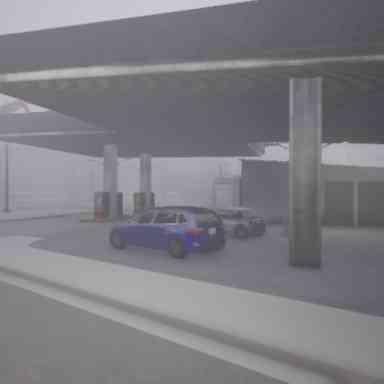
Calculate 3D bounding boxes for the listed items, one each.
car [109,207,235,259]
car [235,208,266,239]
[{"bbox_3d":[-1.047,1.365,12.500,4.611,1.667,2.242,0,0,38],"label":"car"},{"bbox_3d":[1.822,1.565,17.534,3.806,1.475,1.970,0,0,38],"label":"car"}]
